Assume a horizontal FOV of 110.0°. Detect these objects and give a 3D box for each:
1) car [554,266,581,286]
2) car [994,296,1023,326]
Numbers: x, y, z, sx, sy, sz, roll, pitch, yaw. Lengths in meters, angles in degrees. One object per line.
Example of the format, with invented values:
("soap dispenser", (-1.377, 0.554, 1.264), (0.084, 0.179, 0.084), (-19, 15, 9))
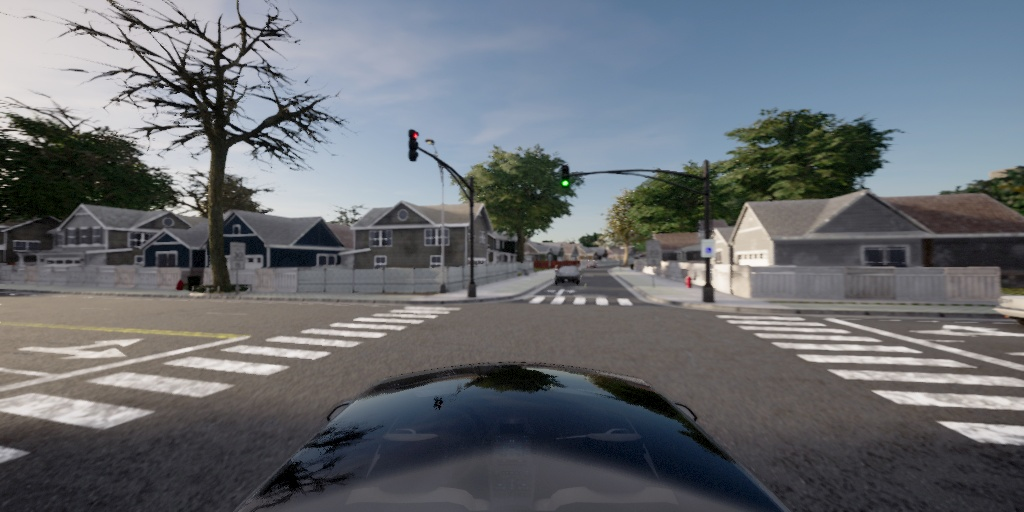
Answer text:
("car", (4.562, 1.524, 29.045), (1.882, 1.535, 5.008), (-1, 0, 13))
("car", (15.518, 1.282, 8.682), (4.718, 1.301, 1.895), (-1, -1, 14))
